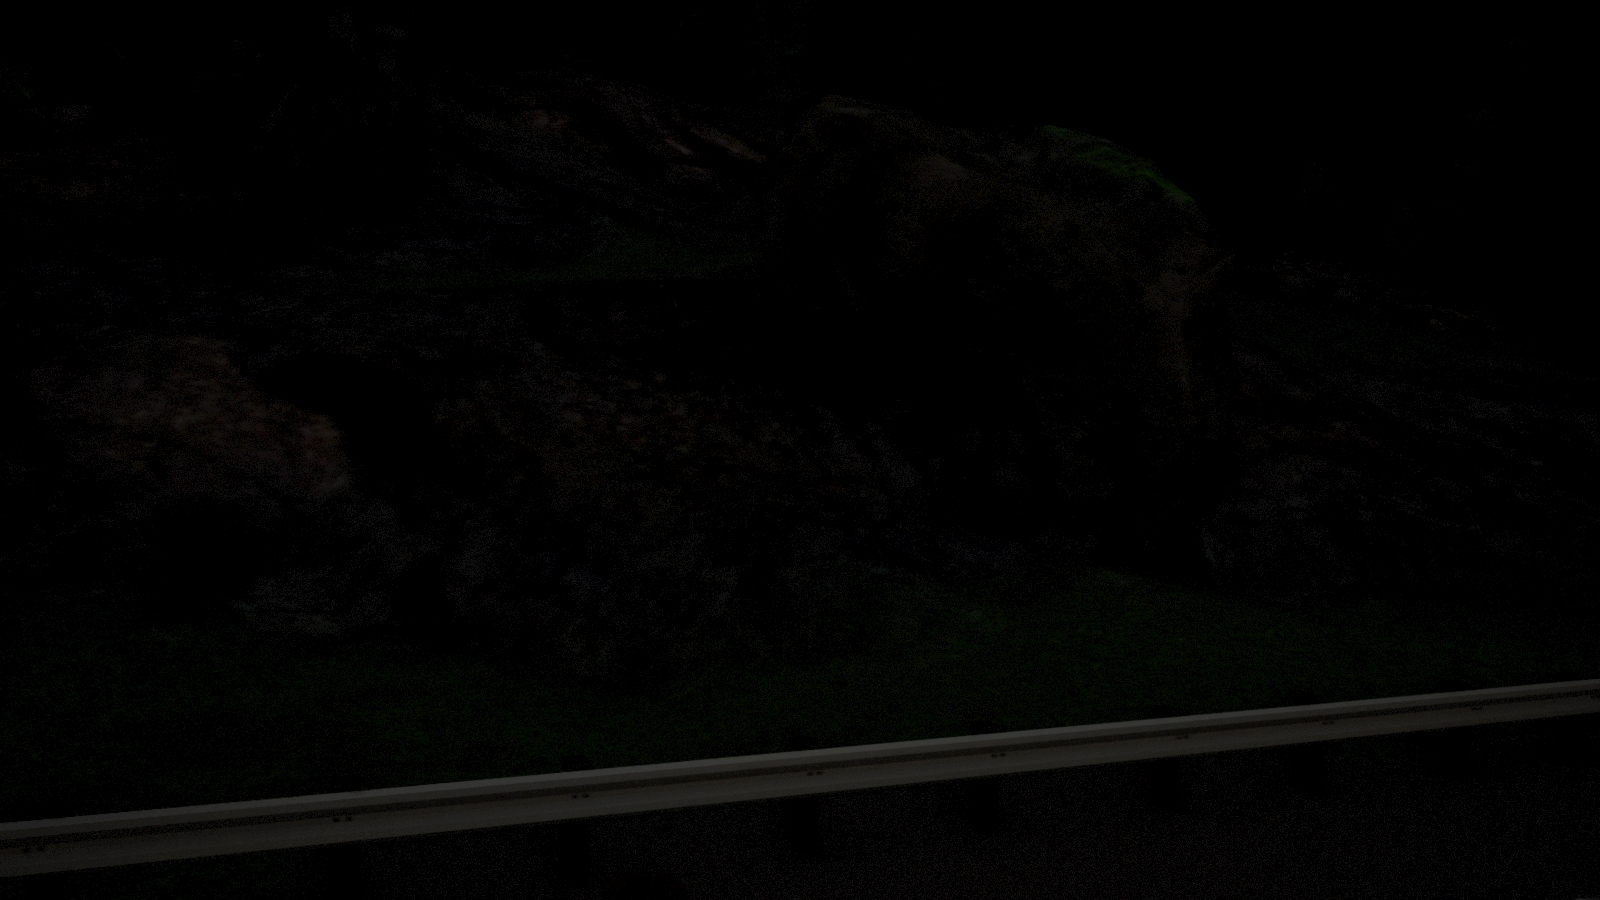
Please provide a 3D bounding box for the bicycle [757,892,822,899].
[{"bbox_3d":[-0.508,2.146,3.219,1.487,1.295,0.859,0,0,-19],"label":"bicycle"}]
